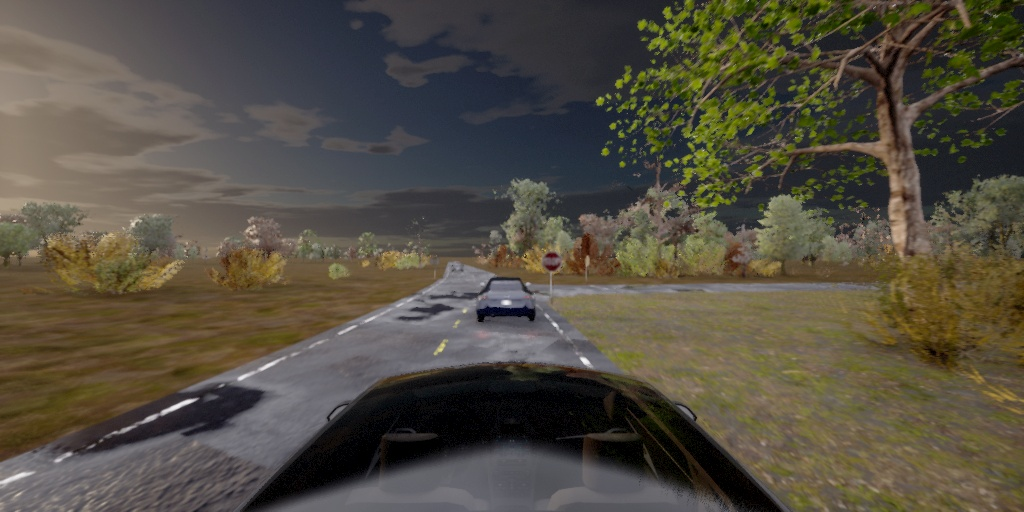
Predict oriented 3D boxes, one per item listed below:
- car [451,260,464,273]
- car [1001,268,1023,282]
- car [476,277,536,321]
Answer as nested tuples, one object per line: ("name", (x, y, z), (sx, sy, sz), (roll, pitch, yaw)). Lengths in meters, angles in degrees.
("car", (-8.535, 1.830, 56.212), (2.128, 1.511, 4.902), (0, -1, -9))
("car", (40.693, 1.625, 28.573), (4.181, 1.385, 1.994), (0, -1, -8))
("car", (-0.236, 1.437, 13.075), (1.994, 1.385, 4.181), (0, -1, -2))
